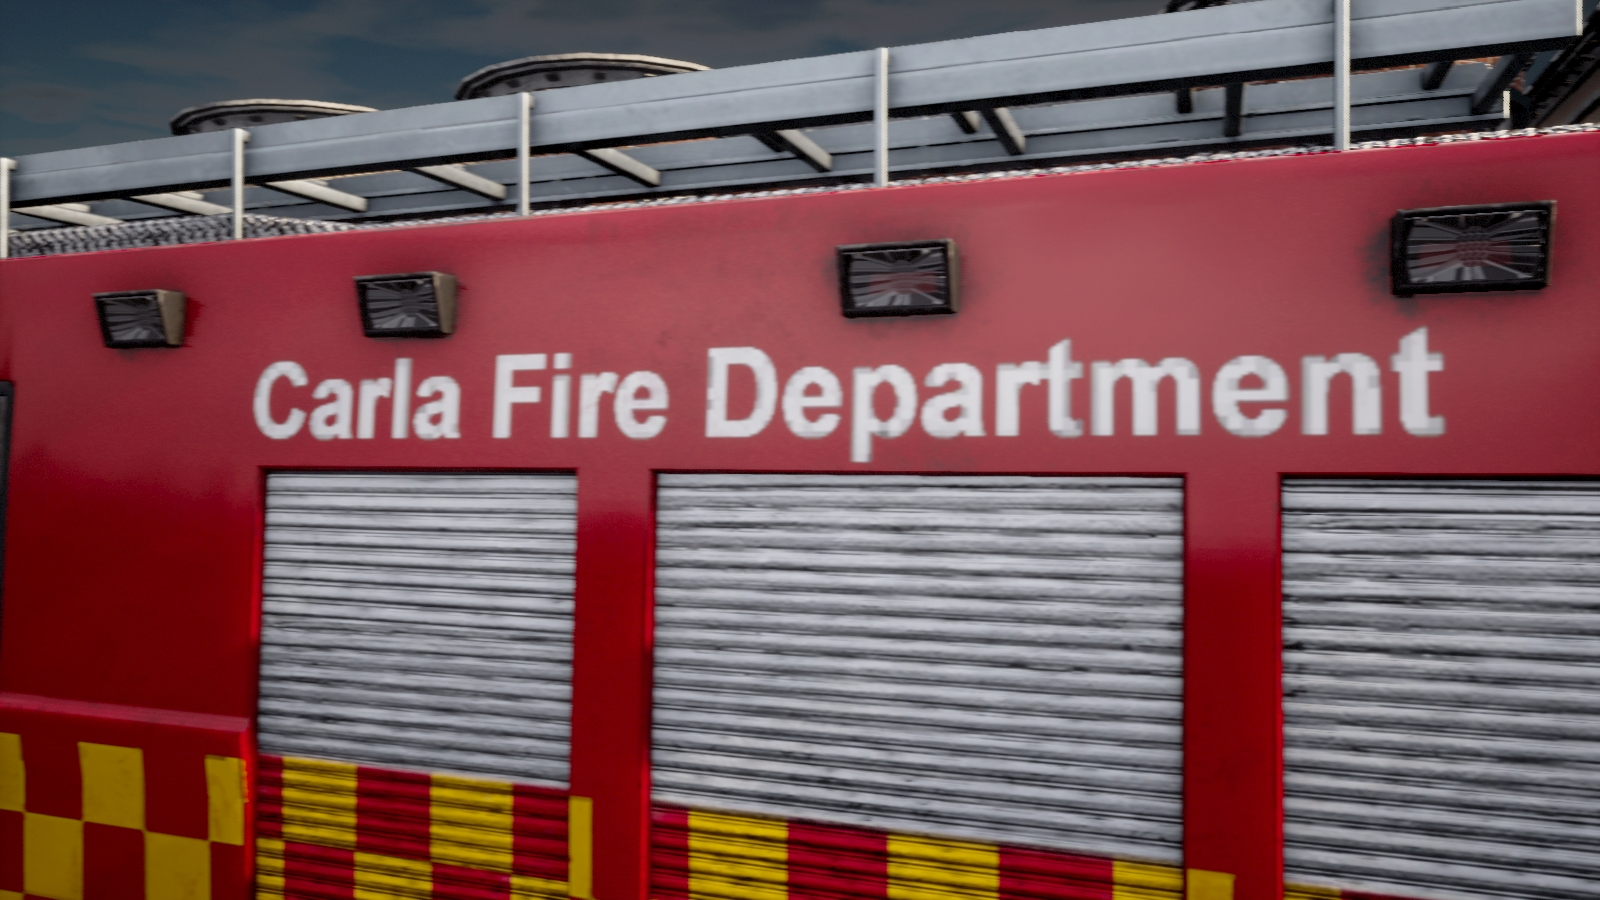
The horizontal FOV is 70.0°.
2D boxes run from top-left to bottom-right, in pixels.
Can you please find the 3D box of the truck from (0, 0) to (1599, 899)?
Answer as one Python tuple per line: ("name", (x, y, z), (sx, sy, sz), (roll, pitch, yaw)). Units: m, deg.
("truck", (-1.615, 0.670, 4.425), (8.468, 3.827, 2.891), (0, 0, 20))
